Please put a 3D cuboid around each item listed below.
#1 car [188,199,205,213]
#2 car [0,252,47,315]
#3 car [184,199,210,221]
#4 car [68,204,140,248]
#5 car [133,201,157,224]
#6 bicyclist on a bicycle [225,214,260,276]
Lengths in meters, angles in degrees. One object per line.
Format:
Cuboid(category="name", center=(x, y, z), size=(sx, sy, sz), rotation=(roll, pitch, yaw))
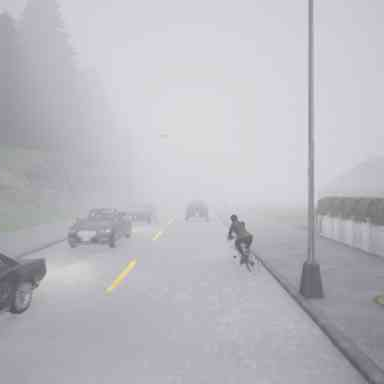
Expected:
Cuboid(category="car", center=(0.517, 1.531, 37.552), size=(1.812, 1.442, 4.674), rotation=(0, 0, 1))
Cuboid(category="car", center=(-4.055, 1.600, 4.886), size=(1.895, 1.301, 4.718), rotation=(0, 0, 1))
Cuboid(category="car", center=(0.416, 1.509, 27.422), size=(1.837, 1.490, 4.892), rotation=(0, 0, 1))
Cuboid(category="car", center=(-3.933, 1.492, 14.897), size=(2.128, 1.511, 4.902), rotation=(0, 0, 1))
Cuboid(category="car", center=(-3.793, 1.480, 25.100), size=(1.882, 1.535, 5.008), rotation=(0, 0, 1))
Cuboid(category="bicyclist on a bicycle", center=(1.352, 1.438, 9.231), size=(0.582, 1.620, 1.656), rotation=(-11, 4, -20))
